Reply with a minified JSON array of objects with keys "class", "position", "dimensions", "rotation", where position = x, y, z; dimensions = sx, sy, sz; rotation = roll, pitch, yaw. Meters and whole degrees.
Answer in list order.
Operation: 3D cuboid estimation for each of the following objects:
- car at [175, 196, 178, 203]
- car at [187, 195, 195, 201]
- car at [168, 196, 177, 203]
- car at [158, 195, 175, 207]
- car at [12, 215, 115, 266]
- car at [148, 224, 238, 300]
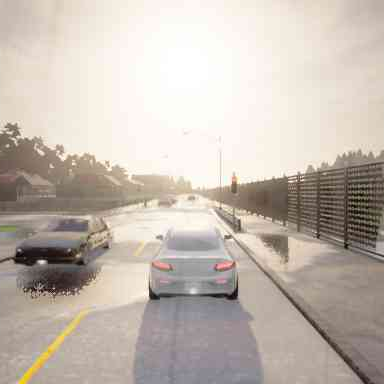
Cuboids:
[{"class":"car","position":[-4.195,1.351,61.740],"dimensions":[2.097,1.767,4.553],"rotation":[0,0,0]},{"class":"car","position":[-0.190,1.477,86.391],"dimensions":[1.882,1.535,5.008],"rotation":[0,0,0]},{"class":"car","position":[-4.153,1.523,71.654],"dimensions":[1.812,1.442,4.674],"rotation":[0,0,0]},{"class":"car","position":[-4.205,1.477,51.810],"dimensions":[1.882,1.535,5.008],"rotation":[0,0,0]},{"class":"car","position":[-4.125,1.547,11.806],"dimensions":[2.033,1.411,5.357],"rotation":[0,0,0]},{"class":"car","position":[0.037,1.526,8.268],"dimensions":[1.812,1.442,4.674],"rotation":[0,0,0]}]
